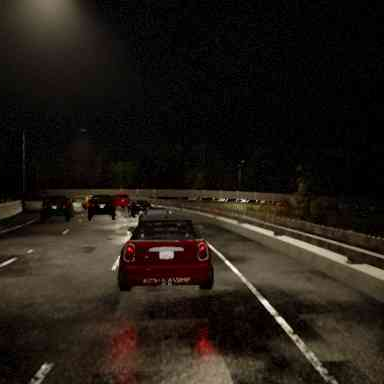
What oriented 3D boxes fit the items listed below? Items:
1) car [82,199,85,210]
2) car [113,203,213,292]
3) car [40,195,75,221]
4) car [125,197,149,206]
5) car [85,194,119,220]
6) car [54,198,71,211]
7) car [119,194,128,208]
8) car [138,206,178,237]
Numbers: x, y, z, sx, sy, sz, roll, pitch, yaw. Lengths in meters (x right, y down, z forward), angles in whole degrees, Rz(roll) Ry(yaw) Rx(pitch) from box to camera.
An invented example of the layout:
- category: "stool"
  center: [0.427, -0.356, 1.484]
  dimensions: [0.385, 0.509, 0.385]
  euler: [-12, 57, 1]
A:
- category: "car"
  center: [-13.488, 1.510, 44.168]
  dimensions: [1.882, 1.535, 5.008]
  euler: [0, 0, -24]
- category: "car"
  center: [-0.730, 1.357, 9.180]
  dimensions: [2.097, 1.767, 4.553]
  euler: [0, 0, -5]
- category: "car"
  center: [-10.976, 1.246, 27.358]
  dimensions: [2.150, 2.045, 5.566]
  euler: [0, 0, -16]
- category: "car"
  center: [-4.868, 1.524, 31.102]
  dimensions: [1.837, 1.490, 4.892]
  euler: [0, 0, -16]
- category: "car"
  center: [-7.780, 1.244, 28.770]
  dimensions: [2.150, 2.045, 5.566]
  euler: [0, 0, -15]
- category: "car"
  center: [-16.860, 1.539, 43.139]
  dimensions: [1.837, 1.490, 4.892]
  euler: [0, 0, -24]
- category: "car"
  center: [-9.804, 1.250, 44.593]
  dimensions: [2.150, 2.045, 5.566]
  euler: [0, 0, -23]
- category: "car"
  center: [-2.041, 1.574, 18.929]
  dimensions: [1.994, 1.385, 4.181]
  euler: [0, 0, -9]
